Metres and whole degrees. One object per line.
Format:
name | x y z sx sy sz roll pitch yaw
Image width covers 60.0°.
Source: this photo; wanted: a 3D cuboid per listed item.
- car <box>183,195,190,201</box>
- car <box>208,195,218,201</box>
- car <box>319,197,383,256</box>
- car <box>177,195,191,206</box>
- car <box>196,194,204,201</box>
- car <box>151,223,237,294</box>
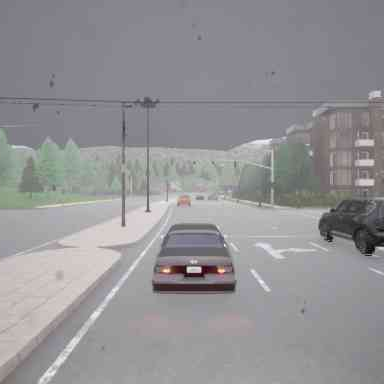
car | -1.450 1.521 85.501 1.812 1.442 4.674 0 0 0
car | 5.550 1.538 85.541 2.033 1.411 5.357 0 0 0
car | 7.067 1.221 13.316 2.150 2.045 5.566 0 0 0
car | -1.312 1.351 54.676 2.097 1.767 4.553 0 0 -1
car | 2.050 1.476 85.536 1.882 1.535 5.008 0 0 0
car | 0.049 1.547 8.930 2.033 1.411 5.357 0 0 0
